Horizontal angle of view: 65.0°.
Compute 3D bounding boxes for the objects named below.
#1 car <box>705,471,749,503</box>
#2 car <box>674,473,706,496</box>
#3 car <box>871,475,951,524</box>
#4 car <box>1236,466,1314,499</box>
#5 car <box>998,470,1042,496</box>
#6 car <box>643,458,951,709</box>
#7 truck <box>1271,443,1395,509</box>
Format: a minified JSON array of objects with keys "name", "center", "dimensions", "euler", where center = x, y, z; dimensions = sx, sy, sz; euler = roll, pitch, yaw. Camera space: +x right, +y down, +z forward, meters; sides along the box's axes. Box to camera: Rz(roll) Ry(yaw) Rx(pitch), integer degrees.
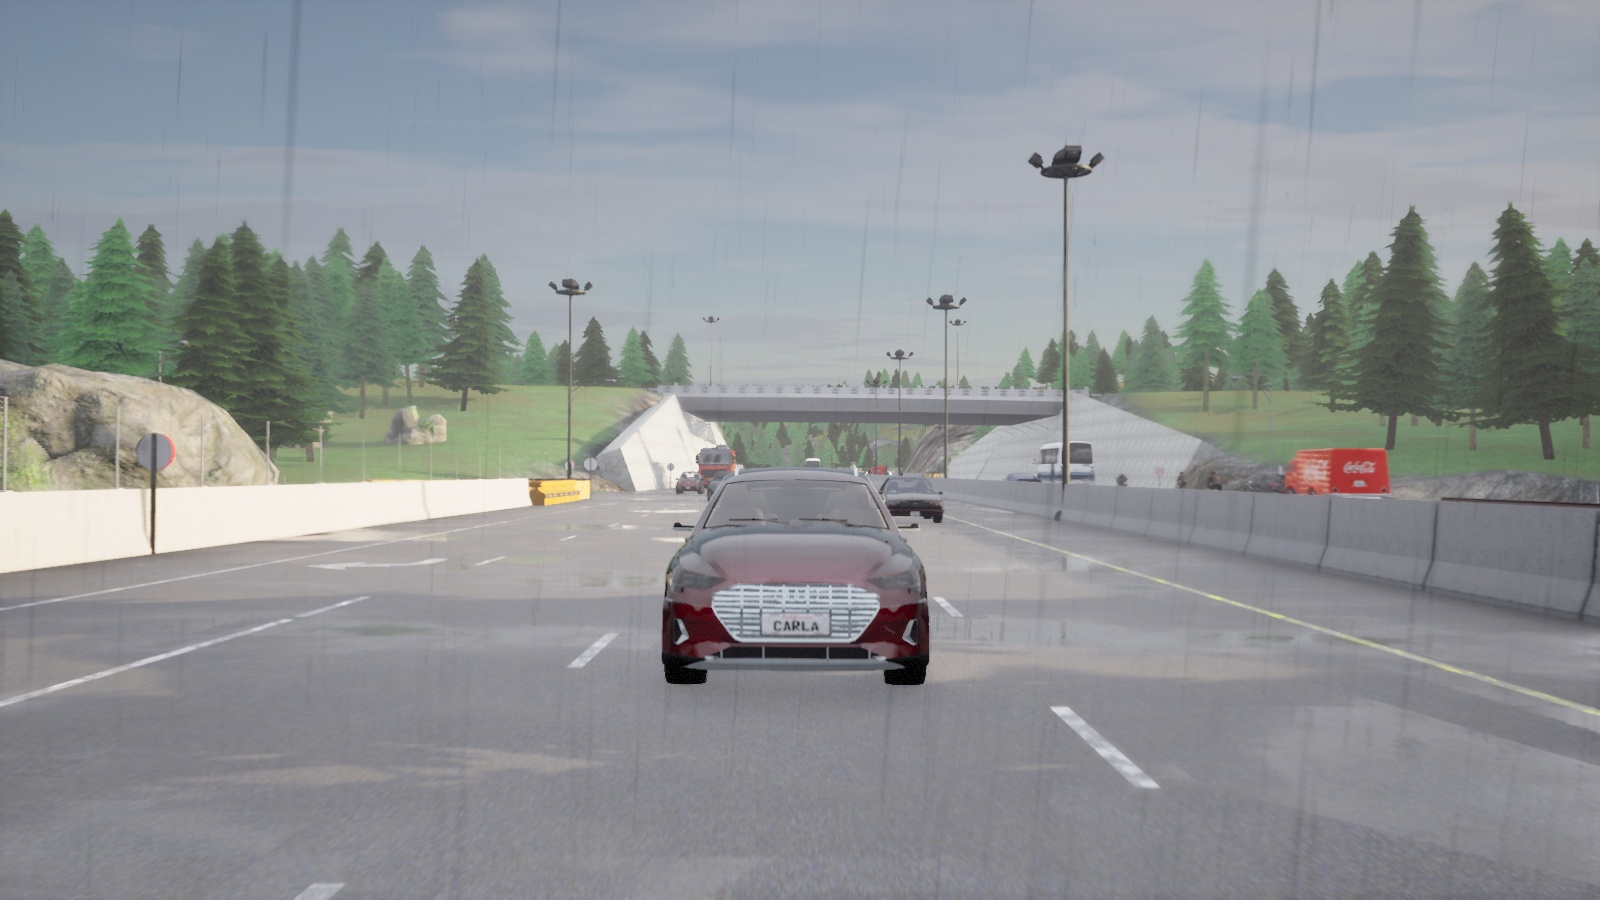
[{"name":"car","center":[-3.655,1.842,63.708],"dimensions":[2.007,1.525,4.514],"euler":[0,-1,0]},{"name":"car","center":[-7.200,2.238,82.483],"dimensions":[1.845,1.501,3.633],"euler":[0,-1,0]},{"name":"car","center":[3.404,1.511,39.581],"dimensions":[2.033,1.411,5.357],"euler":[0,-1,0]},{"name":"car","center":[24.343,1.643,64.552],"dimensions":[2.242,1.667,4.611],"euler":[0,-1,0]},{"name":"car","center":[13.808,2.059,78.973],"dimensions":[1.882,1.535,5.008],"euler":[0,-1,0]},{"name":"car","center":[-0.027,0.925,10.761],"dimensions":[2.033,1.649,4.856],"euler":[0,-1,0]},{"name":"truck","center":[20.878,1.060,49.485],"dimensions":[2.627,2.467,5.204],"euler":[0,-2,0]}]
